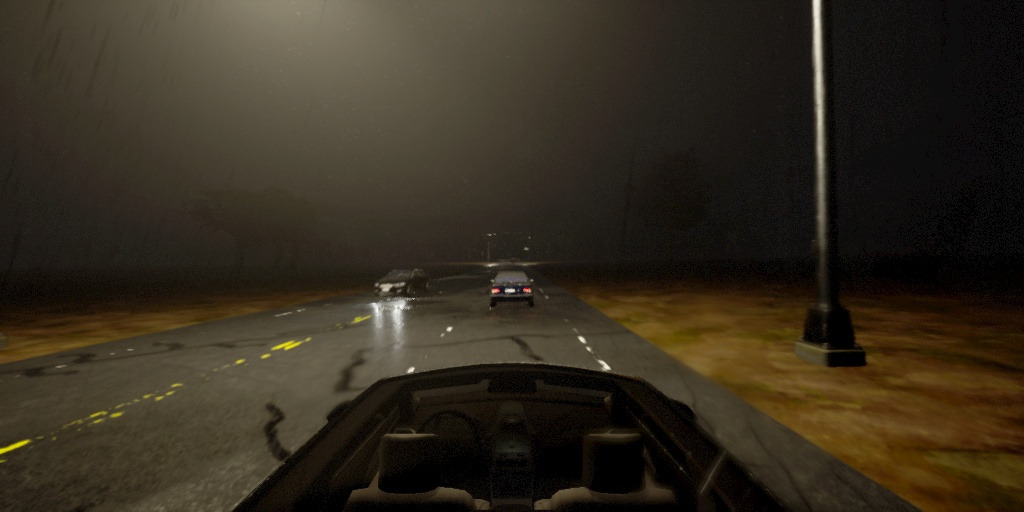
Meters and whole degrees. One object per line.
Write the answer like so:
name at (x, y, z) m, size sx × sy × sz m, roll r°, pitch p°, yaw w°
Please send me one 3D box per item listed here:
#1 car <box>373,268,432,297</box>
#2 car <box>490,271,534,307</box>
car at (-6.137, 1.460, 20.612) m, size 2.128 × 1.511 × 4.902 m, roll -1°, pitch 0°, yaw 6°
car at (-0.005, 1.403, 16.317) m, size 2.033 × 1.411 × 5.357 m, roll -1°, pitch 0°, yaw 0°
